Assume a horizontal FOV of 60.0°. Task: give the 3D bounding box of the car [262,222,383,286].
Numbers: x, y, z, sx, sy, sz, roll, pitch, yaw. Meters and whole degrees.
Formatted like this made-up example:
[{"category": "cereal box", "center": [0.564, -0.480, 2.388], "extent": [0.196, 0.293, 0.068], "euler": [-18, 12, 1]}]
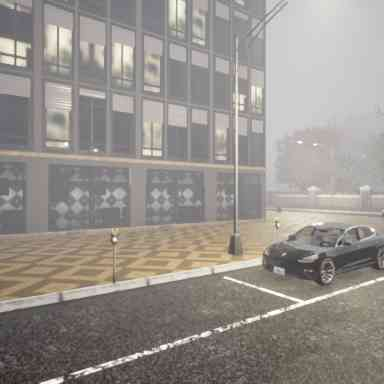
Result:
[{"category": "car", "center": [3.914, 1.562, 9.438], "extent": [4.313, 1.339, 1.947], "euler": [0, 0, -35]}]
